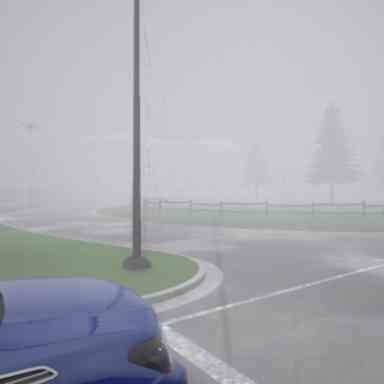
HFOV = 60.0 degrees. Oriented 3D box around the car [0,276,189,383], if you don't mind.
[{"bbox_3d":[-2.685,1.224,1.832,5.566,2.045,2.150,0,0,-36],"label":"car"}]
